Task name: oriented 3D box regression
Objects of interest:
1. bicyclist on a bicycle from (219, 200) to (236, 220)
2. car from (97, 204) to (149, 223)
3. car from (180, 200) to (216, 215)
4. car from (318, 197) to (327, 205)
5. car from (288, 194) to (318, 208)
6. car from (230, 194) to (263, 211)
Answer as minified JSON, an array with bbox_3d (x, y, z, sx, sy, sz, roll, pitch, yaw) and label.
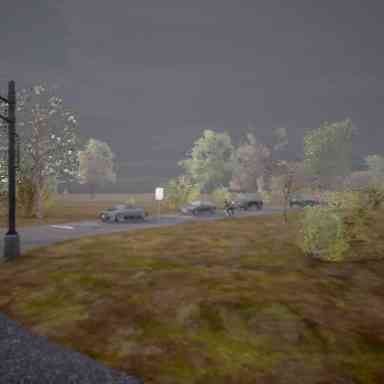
[{"bbox_3d":[2.894,1.503,27.151,1.656,1.620,0.582,-1,0,37],"label":"bicyclist on a bicycle"},{"bbox_3d":[-5.436,1.624,26.496,1.994,1.385,4.181,0,0,37],"label":"car"},{"bbox_3d":[0.709,1.590,34.690,1.812,1.442,4.674,0,0,38],"label":"car"},{"bbox_3d":[22.682,1.568,56.403,2.128,1.511,4.902,0,0,42],"label":"car"},{"bbox_3d":[16.053,1.291,48.662,2.150,2.045,5.566,0,0,40],"label":"car"},{"bbox_3d":[7.077,1.291,42.750,2.150,2.045,5.566,0,0,39],"label":"car"}]
